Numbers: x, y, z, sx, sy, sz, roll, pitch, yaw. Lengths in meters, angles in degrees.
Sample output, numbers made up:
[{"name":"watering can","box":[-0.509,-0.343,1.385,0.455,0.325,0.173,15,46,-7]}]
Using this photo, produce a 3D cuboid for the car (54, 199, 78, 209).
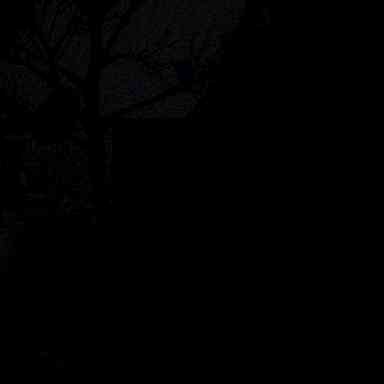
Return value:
[{"name":"car","box":[-19.059,1.745,50.642,1.812,1.442,4.674,1,0,11]}]
